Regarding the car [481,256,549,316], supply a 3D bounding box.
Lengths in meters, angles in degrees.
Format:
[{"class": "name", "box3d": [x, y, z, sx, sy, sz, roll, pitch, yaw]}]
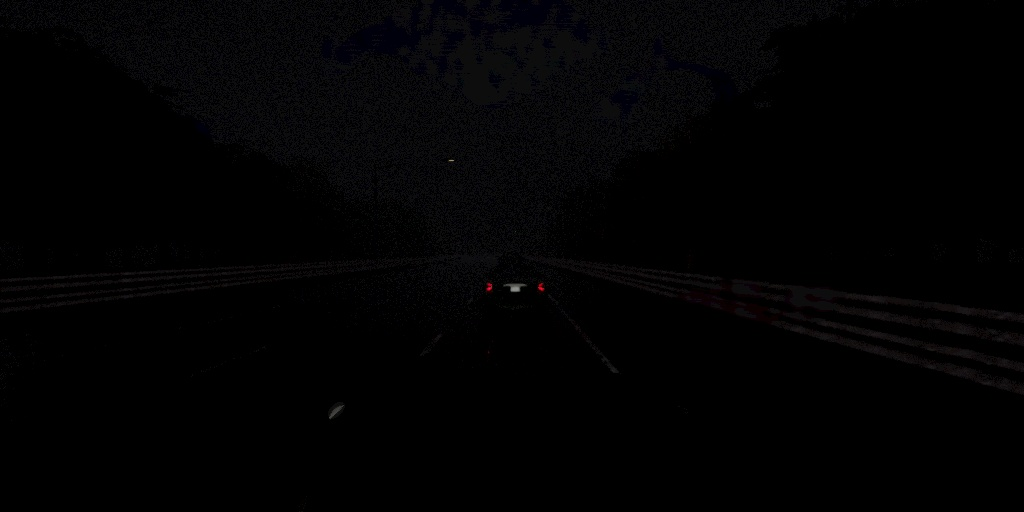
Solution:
[{"class": "car", "box3d": [0.098, 0.995, 12.921, 2.097, 1.767, 4.553, 0, 1, 0]}]

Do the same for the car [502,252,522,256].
[{"class": "car", "box3d": [-0.039, 0.687, 31.554, 2.150, 2.045, 5.566, 0, 1, -1]}]
